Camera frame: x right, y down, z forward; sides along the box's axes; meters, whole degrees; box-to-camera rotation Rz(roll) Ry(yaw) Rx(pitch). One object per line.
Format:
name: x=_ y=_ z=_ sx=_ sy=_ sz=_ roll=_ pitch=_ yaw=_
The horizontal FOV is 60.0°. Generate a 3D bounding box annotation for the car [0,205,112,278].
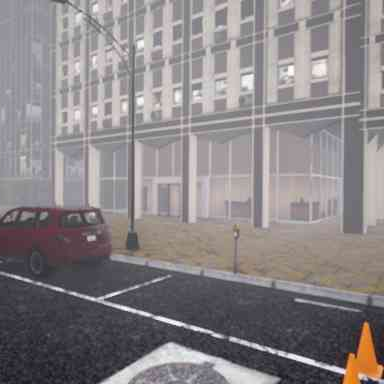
car: x=-4.614 y=1.311 z=10.194 sx=5.009 sy=1.841 sz=2.192 roll=0 pitch=1 yaw=35

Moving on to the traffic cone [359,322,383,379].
traffic cone: x=2.211 y=1.955 z=4.219 sx=0.340 sy=0.580 sz=0.340 roll=0 pitch=0 yaw=35

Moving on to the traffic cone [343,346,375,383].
traffic cone: x=1.635 y=1.955 z=3.402 sx=0.340 sy=0.580 sz=0.340 roll=0 pitch=0 yaw=35
